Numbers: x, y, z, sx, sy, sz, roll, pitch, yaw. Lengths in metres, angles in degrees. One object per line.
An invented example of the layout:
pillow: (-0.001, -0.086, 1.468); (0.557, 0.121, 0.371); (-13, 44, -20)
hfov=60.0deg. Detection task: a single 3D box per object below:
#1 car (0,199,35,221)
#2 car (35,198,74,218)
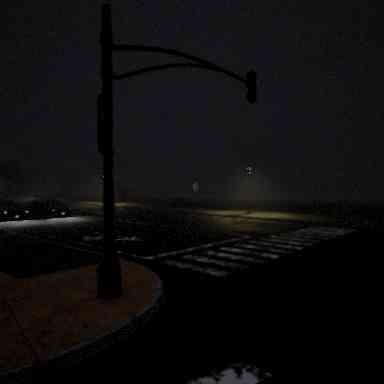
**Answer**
car: (-13.819, 1.232, 24.359); (5.357, 1.411, 2.033); (1, 2, 42)
car: (-11.612, 1.186, 26.745); (5.357, 1.411, 2.033); (1, 2, 42)
